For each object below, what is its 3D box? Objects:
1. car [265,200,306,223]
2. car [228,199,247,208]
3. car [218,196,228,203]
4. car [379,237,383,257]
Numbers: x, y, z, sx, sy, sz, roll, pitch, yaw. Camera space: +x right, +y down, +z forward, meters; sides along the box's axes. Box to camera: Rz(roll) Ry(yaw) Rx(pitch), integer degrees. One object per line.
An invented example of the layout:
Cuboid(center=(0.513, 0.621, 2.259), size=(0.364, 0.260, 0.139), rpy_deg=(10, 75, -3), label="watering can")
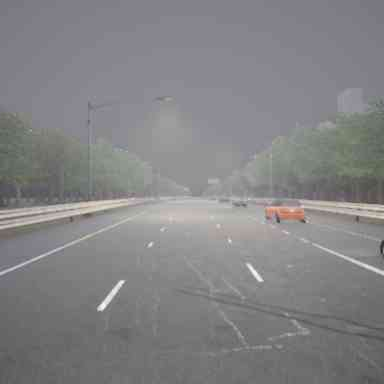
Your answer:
Cuboid(center=(6.992, 1.355, 25.425), size=(2.097, 1.767, 4.553), rpy_deg=(0, 0, 0), label="car")
Cuboid(center=(7.036, 1.661, 50.220), size=(1.895, 1.301, 4.718), rpy_deg=(0, 0, 0), label="car")
Cuboid(center=(7.153, 1.639, 75.449), size=(2.097, 1.767, 4.553), rpy_deg=(0, -1, 0), label="car")
Cuboid(center=(7.221, 1.531, 9.110), size=(1.812, 1.442, 4.674), rpy_deg=(0, 0, -3), label="car")
